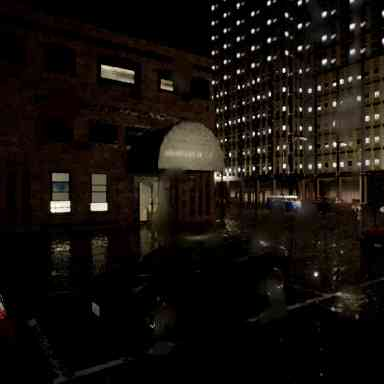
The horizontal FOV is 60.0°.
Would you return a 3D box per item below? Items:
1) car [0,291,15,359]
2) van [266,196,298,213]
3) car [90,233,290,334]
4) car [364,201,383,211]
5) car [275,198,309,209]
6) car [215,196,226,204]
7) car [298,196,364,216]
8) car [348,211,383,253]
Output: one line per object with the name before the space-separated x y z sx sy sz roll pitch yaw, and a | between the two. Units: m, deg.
car | -4.282 1.440 3.516 4.097 1.590 1.967 0 0 -35
van | 9.959 1.326 36.287 1.690 1.788 3.998 0 0 -35
car | 0.185 1.565 6.764 4.313 1.339 1.947 0 0 -35
car | 20.004 1.499 36.525 2.008 1.369 4.403 0 0 -35
car | 13.676 1.514 45.622 1.802 1.307 4.206 0 0 -35
car | 4.086 1.437 59.407 1.752 1.417 4.829 0 0 -35
car | 13.123 1.308 31.738 2.192 1.841 5.009 0 0 -35
car | 8.031 1.543 12.430 4.507 1.381 1.887 0 0 -35
